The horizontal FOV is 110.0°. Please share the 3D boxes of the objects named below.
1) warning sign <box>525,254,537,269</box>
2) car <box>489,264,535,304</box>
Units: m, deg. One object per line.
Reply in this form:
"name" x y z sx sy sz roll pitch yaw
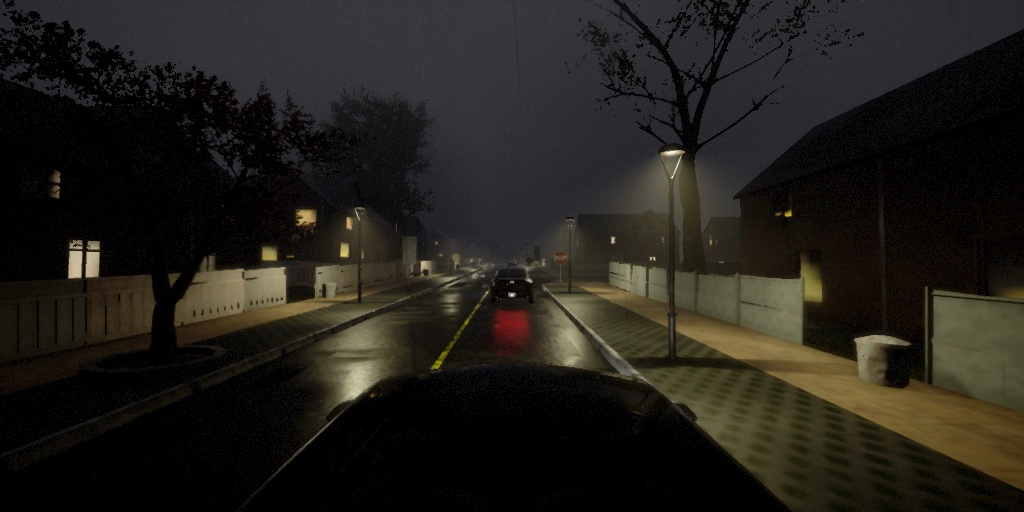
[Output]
"warning sign" 2.517 0.939 50.923 1.300 1.860 1.060 0 0 0
"car" 0.000 1.279 16.507 1.837 1.490 4.892 0 0 0
